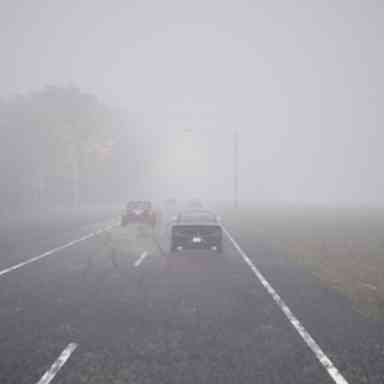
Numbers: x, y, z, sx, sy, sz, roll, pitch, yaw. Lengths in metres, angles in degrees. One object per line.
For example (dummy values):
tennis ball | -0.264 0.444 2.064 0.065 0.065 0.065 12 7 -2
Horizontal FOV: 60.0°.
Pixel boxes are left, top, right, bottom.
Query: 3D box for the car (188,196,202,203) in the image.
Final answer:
car | 0.427 1.374 47.413 2.128 1.511 4.902 0 0 0

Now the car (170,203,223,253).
car | 0.185 1.448 13.582 1.882 1.535 5.008 0 0 0

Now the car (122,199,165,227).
car | -3.252 1.293 22.227 2.097 1.767 4.553 0 0 0

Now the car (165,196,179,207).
car | -3.063 1.373 48.637 1.837 1.490 4.892 0 0 0
